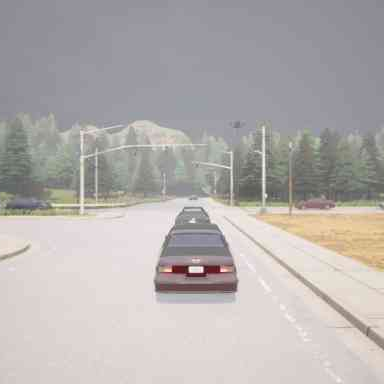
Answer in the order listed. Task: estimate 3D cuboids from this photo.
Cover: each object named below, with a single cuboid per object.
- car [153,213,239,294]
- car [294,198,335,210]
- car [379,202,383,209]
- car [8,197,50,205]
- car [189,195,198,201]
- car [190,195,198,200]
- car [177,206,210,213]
[{"bbox_3d":[0.085,1.538,8.927,2.033,1.411,5.357,0,0,0],"label":"car"},{"bbox_3d":[14.771,1.449,40.161,4.674,1.442,1.812,0,0,1],"label":"car"},{"bbox_3d":[25.049,1.415,39.964,4.674,1.442,1.812,0,0,1],"label":"car"},{"bbox_3d":[-18.034,1.388,37.099,4.553,1.767,2.097,0,0,1],"label":"car"},{"bbox_3d":[0.276,1.479,81.817,1.895,1.301,4.718,0,0,2],"label":"car"},{"bbox_3d":[0.644,1.421,91.797,1.994,1.385,4.181,0,0,2],"label":"car"},{"bbox_3d":[0.069,1.535,19.534,1.994,1.385,4.181,0,0,1],"label":"car"}]
